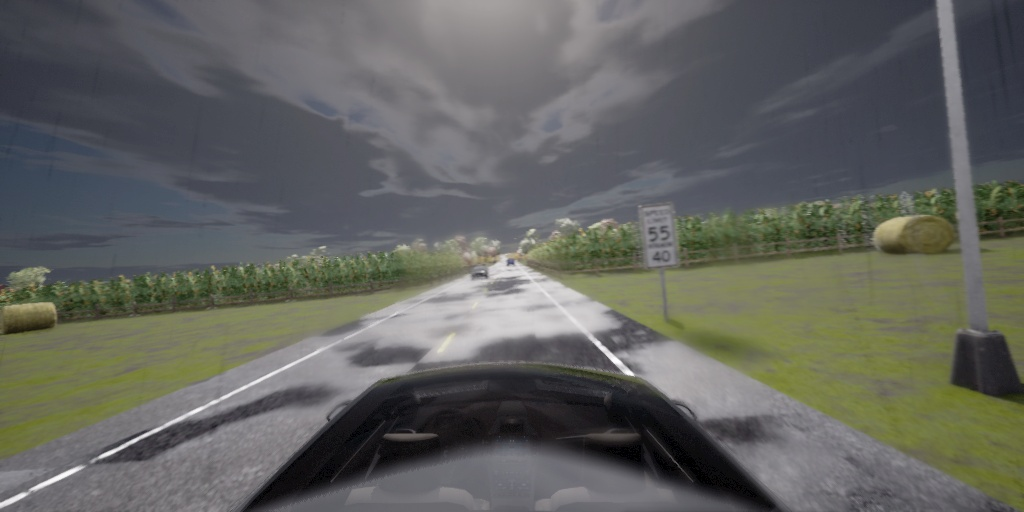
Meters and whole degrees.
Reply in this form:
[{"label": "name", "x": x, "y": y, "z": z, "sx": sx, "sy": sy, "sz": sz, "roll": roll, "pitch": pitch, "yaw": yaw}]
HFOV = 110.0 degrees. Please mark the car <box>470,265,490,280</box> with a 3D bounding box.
[{"label": "car", "x": -3.582, "y": 1.864, "z": 41.184, "sx": 1.837, "sy": 1.490, "sz": 4.892, "roll": -6, "pitch": 0, "yaw": 0}]
